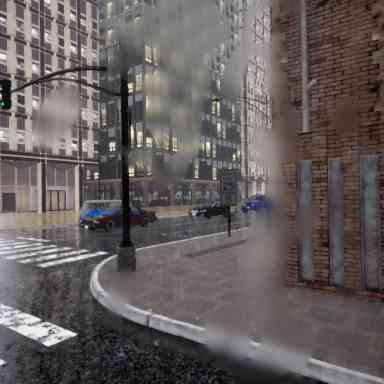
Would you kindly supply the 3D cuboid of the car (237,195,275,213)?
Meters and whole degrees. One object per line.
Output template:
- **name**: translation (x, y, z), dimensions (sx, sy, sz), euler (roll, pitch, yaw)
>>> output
- **car**: translation (7.686, 1.329, 38.122), dimensions (2.150, 2.045, 5.566), euler (-1, -1, 36)

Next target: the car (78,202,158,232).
- **car**: translation (-4.483, 1.614, 21.136), dimensions (2.033, 1.411, 5.357), euler (-1, -1, 36)

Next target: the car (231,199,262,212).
- **car**: translation (6.829, 1.689, 41.384), dimensions (1.752, 1.417, 4.829), euler (-2, -1, 36)

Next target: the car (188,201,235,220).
- **car**: translation (1.597, 1.578, 29.626), dimensions (2.128, 1.511, 4.902), euler (-1, -1, 36)

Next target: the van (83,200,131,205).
- **van**: translation (-6.000, 1.460, 23.471), dimensions (1.690, 1.788, 3.998), euler (-2, -1, 36)
